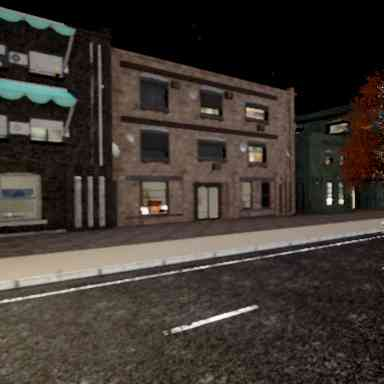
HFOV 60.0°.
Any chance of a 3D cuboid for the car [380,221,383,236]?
[{"bbox_3d":[10.594,1.513,15.248,4.718,1.301,1.895,0,0,-36],"label":"car"}]
